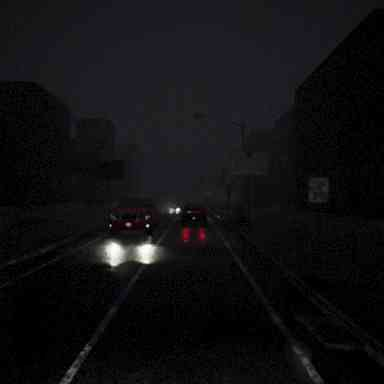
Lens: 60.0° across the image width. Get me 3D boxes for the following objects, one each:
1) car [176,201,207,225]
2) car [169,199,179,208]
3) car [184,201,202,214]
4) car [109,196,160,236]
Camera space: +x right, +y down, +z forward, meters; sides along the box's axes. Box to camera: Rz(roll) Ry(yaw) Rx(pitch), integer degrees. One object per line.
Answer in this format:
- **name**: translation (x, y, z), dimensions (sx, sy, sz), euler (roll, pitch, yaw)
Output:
- **car**: translation (0.135, 1.627, 25.357), dimensions (2.128, 1.511, 4.902), euler (0, -1, 0)
- **car**: translation (-2.981, 2.002, 58.117), dimensions (2.128, 1.511, 4.902), euler (1, 1, 0)
- **car**: translation (0.154, 1.917, 42.326), dimensions (2.128, 1.511, 4.902), euler (0, -1, 0)
- **car**: translation (-3.070, 1.250, 18.871), dimensions (2.150, 2.045, 5.566), euler (0, -1, 0)
